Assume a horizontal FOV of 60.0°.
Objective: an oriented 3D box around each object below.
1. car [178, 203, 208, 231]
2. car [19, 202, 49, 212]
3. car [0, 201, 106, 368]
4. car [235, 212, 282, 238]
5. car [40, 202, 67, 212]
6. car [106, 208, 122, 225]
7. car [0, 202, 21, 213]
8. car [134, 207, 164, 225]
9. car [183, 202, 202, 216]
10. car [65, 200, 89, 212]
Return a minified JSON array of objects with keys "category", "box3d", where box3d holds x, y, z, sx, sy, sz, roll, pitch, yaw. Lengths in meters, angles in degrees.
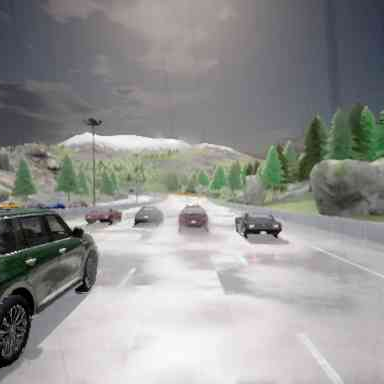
[{"category":"car","box3d":[0.093,1.717,22.680,1.882,1.535,5.008,0,-1,0]},{"category":"car","box3d":[-24.519,2.332,51.864,2.033,1.411,5.357,0,-1,0]},{"category":"car","box3d":[-3.401,1.264,5.937,2.150,2.045,5.566,0,-1,0]},{"category":"car","box3d":[3.594,1.787,18.938,1.895,1.301,4.718,0,-1,0]},{"category":"car","box3d":[-21.030,2.240,50.701,1.882,1.535,5.008,0,-1,0]},{"category":"car","box3d":[-6.908,1.902,26.596,1.895,1.301,4.718,0,-1,0]},{"category":"car","box3d":[-28.037,2.226,50.040,1.882,1.535,5.008,0,-1,0]},{"category":"car","box3d":[-3.408,1.870,26.864,1.994,1.385,4.181,0,-1,0]},{"category":"car","box3d":[0.087,2.041,39.829,2.128,1.511,4.902,0,-1,0]},{"category":"car","box3d":[-17.530,2.116,50.889,2.097,1.767,4.553,0,-1,0]}]
